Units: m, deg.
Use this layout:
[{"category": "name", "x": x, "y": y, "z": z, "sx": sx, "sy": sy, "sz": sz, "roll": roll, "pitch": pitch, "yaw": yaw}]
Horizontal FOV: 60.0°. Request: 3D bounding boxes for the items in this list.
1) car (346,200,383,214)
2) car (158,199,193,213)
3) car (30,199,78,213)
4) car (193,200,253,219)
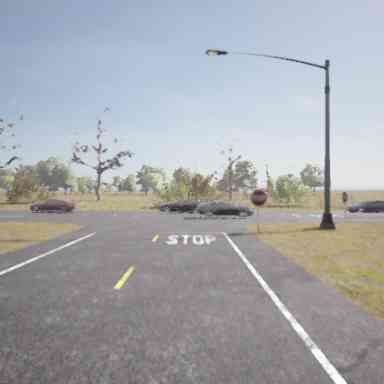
[{"category": "car", "x": 19.166, "y": 1.601, "z": 35.844, "sx": 4.892, "sy": 1.490, "sz": 1.837, "roll": -1, "pitch": 0, "yaw": -2}, {"category": "car", "x": -1.043, "y": 1.457, "z": 35.280, "sx": 5.008, "sy": 1.535, "sz": 1.882, "roll": 0, "pitch": 0, "yaw": -1}, {"category": "car", "x": -14.467, "y": 1.437, "z": 34.920, "sx": 4.674, "sy": 1.442, "sz": 1.812, "roll": 0, "pitch": 0, "yaw": -2}, {"category": "car", "x": 2.752, "y": 1.471, "z": 28.360, "sx": 4.902, "sy": 1.511, "sz": 2.128, "roll": 0, "pitch": 0, "yaw": -1}]
